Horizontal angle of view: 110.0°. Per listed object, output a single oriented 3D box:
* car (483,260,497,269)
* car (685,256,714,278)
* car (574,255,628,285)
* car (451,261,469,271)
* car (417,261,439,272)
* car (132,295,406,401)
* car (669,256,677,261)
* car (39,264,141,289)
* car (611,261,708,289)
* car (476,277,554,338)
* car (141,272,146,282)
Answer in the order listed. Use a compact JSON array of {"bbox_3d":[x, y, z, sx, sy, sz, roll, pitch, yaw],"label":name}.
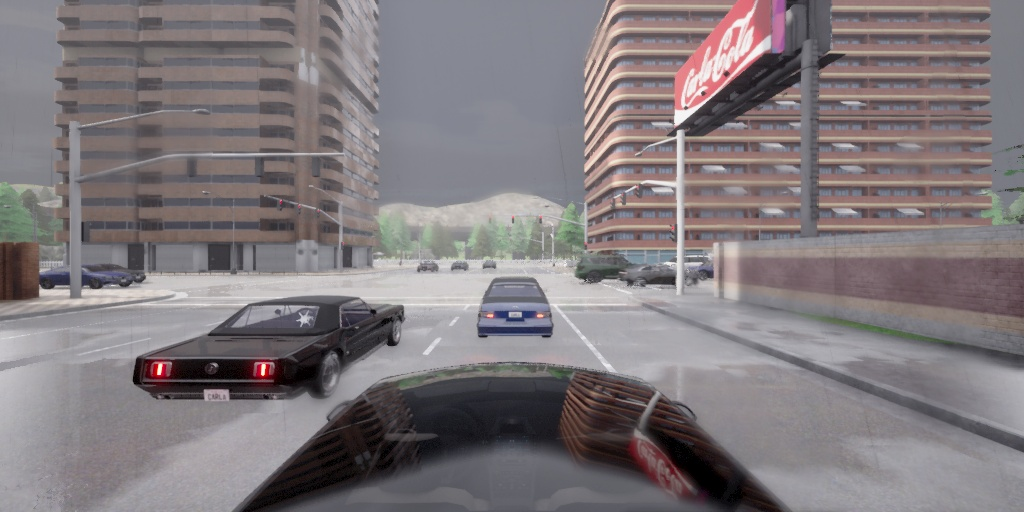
[{"bbox_3d":[-3.508,1.312,56.737,1.994,1.385,4.181,0,0,0],"label":"car"},{"bbox_3d":[16.704,1.101,29.705,4.553,1.767,2.097,0,0,0],"label":"car"},{"bbox_3d":[7.275,0.970,25.937,5.566,2.045,2.150,0,0,0],"label":"car"},{"bbox_3d":[-7.136,1.312,49.375,1.994,1.385,4.181,0,0,1],"label":"car"},{"bbox_3d":[-10.649,1.312,45.555,1.994,1.385,4.181,0,0,1],"label":"car"},{"bbox_3d":[-3.449,1.351,6.434,1.895,1.301,4.718,0,0,0],"label":"car"},{"bbox_3d":[15.865,0.971,33.200,5.566,2.045,2.150,0,0,0],"label":"car"},{"bbox_3d":[-26.425,1.275,22.215,4.674,1.442,1.812,0,0,-1],"label":"car"},{"bbox_3d":[9.108,1.241,22.450,4.902,1.511,2.128,0,0,0],"label":"car"},{"bbox_3d":[0.066,1.297,10.156,2.033,1.411,5.357,0,0,0],"label":"car"},{"bbox_3d":[-29.149,1.275,25.694,4.674,1.442,1.812,0,0,-1],"label":"car"}]
